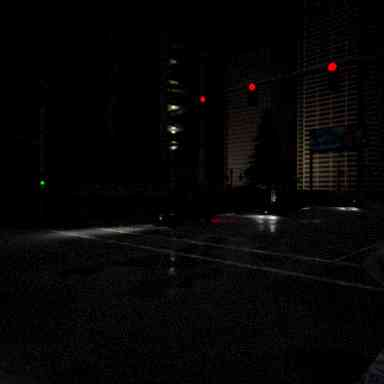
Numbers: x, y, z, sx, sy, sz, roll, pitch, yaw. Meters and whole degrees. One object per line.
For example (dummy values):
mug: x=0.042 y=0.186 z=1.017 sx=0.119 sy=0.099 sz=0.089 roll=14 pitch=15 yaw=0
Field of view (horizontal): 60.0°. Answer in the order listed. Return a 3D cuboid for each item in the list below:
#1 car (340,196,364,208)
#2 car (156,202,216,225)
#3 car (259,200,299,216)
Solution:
car: x=23.381 y=1.338 z=48.479 sx=2.097 sy=1.767 sz=4.553 roll=0 pitch=0 yaw=44
car: x=-0.366 y=1.463 z=23.569 sx=2.128 sy=1.511 sz=4.902 roll=0 pitch=0 yaw=44
car: x=8.787 y=1.525 z=33.210 sx=2.033 sy=1.411 sz=5.357 roll=0 pitch=0 yaw=44
